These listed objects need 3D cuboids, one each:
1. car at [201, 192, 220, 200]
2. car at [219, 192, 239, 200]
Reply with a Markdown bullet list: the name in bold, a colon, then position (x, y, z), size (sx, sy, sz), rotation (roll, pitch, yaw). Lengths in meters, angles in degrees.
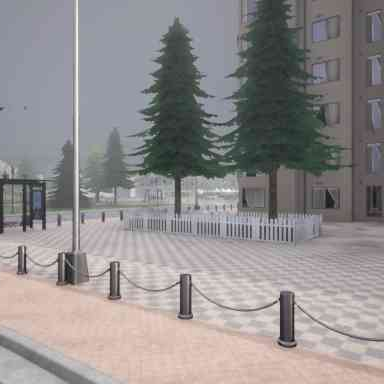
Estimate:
- **car**: position (5.241, 1.384, 91.390), size (3.806, 1.475, 1.970), rotation (0, 0, 35)
- **car**: position (9.602, 1.374, 84.687), size (3.633, 1.501, 1.845), rotation (0, 0, 35)
